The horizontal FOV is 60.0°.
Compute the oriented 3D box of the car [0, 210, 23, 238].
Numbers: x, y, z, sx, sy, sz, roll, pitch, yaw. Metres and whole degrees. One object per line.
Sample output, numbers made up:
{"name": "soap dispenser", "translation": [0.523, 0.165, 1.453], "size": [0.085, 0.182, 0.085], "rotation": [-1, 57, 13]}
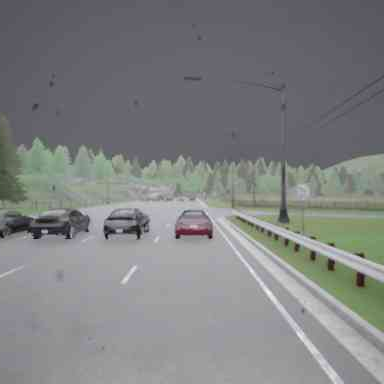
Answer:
{"name": "car", "translation": [-10.400, 1.692, 18.438], "size": [1.994, 1.385, 4.181], "rotation": [0, 0, 0]}

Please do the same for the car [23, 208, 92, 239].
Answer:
{"name": "car", "translation": [-6.900, 1.630, 18.027], "size": [1.837, 1.490, 4.892], "rotation": [0, 0, 0]}

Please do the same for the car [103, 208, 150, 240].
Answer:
{"name": "car", "translation": [-3.400, 1.616, 17.960], "size": [2.128, 1.511, 4.902], "rotation": [0, 0, 0]}

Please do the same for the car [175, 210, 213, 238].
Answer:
{"name": "car", "translation": [0.100, 1.692, 18.508], "size": [1.994, 1.385, 4.181], "rotation": [0, 0, 0]}
